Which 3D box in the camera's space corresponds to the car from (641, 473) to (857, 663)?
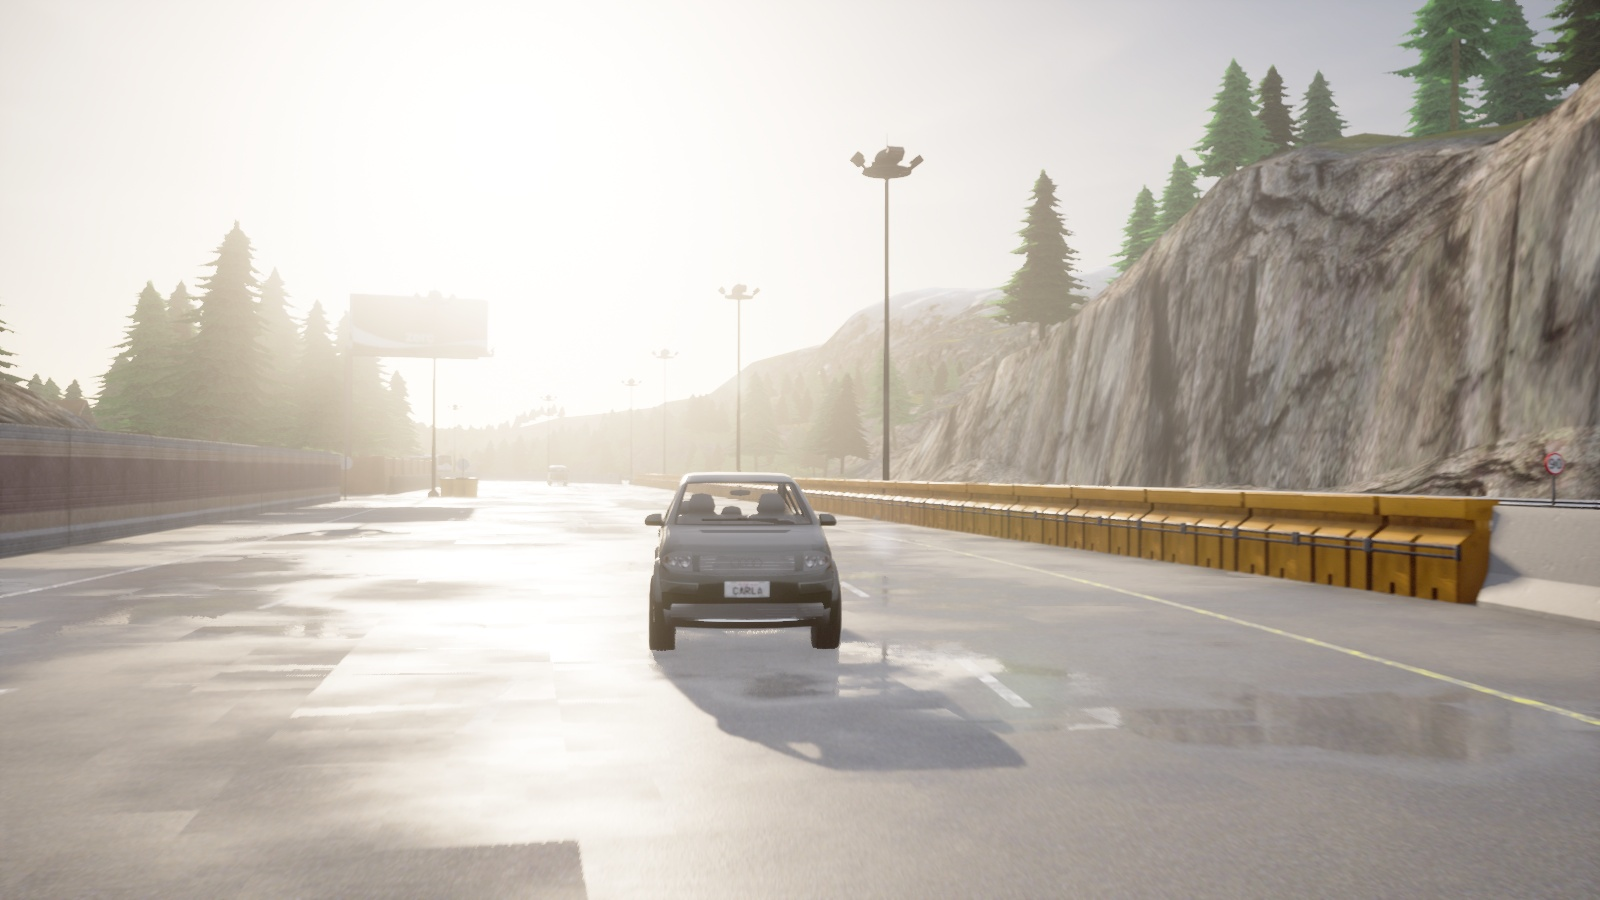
[{"bbox_3d":[-0.601,1.001,12.240,1.789,1.549,3.705,0,-1,-6],"label":"car"}]
